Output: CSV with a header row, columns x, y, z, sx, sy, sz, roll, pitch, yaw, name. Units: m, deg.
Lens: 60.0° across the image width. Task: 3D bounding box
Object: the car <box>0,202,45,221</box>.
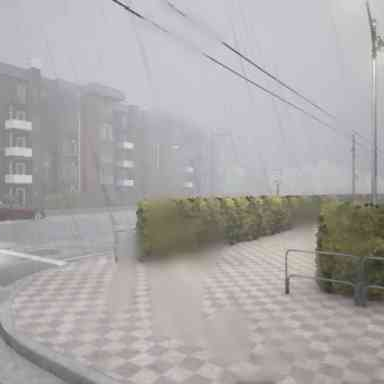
x,y,z,sx,sy,sz,roll,pitch,yaw,name
-13.484,1.460,24.731,1.882,1.535,5.008,0,0,36,car
